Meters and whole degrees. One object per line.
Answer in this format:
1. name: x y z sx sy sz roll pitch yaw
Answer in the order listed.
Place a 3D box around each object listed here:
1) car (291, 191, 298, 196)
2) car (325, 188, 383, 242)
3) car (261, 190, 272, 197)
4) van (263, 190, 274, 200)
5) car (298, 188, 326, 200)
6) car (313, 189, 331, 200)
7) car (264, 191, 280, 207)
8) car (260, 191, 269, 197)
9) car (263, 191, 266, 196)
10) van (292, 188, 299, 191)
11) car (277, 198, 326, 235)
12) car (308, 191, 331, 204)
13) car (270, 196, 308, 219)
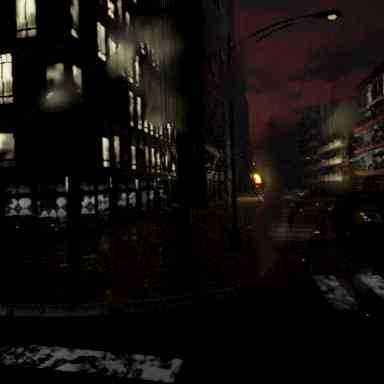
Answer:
1. car: 11.698 0.939 35.260 2.033 1.411 5.357 -2 0 11
2. car: 7.717 0.877 14.615 2.150 2.045 5.566 -2 0 11
3. car: 11.910 0.836 50.256 1.887 1.381 4.507 -3 0 11
4. van: 14.028 0.492 61.362 1.690 1.788 3.998 -3 0 11
5. car: 9.697 0.746 24.904 2.150 2.045 5.566 -2 0 11
6. car: 21.194 0.391 54.230 1.967 1.590 4.097 -3 0 11
7. car: 9.782 0.978 39.150 1.887 1.381 4.507 -3 0 11
8. car: 18.294 0.420 83.575 2.008 1.369 4.403 -3 0 11
9. car: 10.848 0.944 44.703 1.802 1.307 4.206 -3 0 11
10. van: 27.573 -0.130 87.550 1.690 1.788 3.998 -3 0 11
11. car: 5.493 1.244 16.771 1.752 1.417 4.829 -3 0 11
12. car: 16.410 0.662 42.922 1.882 1.535 5.008 -2 0 11
13. car: 6.591 1.211 22.491 1.947 1.339 4.313 -3 0 11
